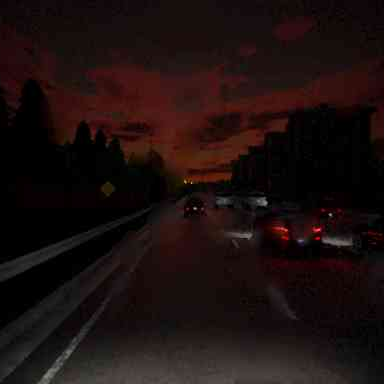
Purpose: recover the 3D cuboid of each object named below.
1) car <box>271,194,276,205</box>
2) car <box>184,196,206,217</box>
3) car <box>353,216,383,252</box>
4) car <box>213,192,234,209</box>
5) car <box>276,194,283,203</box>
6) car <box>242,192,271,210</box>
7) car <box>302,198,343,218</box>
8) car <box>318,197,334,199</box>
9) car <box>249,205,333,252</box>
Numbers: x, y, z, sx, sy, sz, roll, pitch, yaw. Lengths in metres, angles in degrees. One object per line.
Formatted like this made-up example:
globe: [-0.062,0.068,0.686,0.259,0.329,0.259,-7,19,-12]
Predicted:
car: [10.843,1.215,50.549,1.837,1.490,4.892,0,0,0]
car: [0.264,1.382,29.118,2.033,1.411,5.357,0,0,0]
car: [7.162,1.441,11.001,1.837,1.490,4.892,0,0,0]
car: [3.826,0.989,41.195,2.150,2.045,5.566,0,1,0]
car: [14.346,1.148,57.874,1.882,1.535,5.008,0,0,0]
car: [7.320,1.001,39.273,2.150,2.045,5.566,0,1,0]
car: [10.759,1.440,27.975,1.895,1.301,4.718,0,0,0]
car: [14.306,1.271,36.149,1.882,1.535,5.008,0,0,0]
car: [3.676,1.449,13.341,1.812,1.442,4.674,0,0,0]
